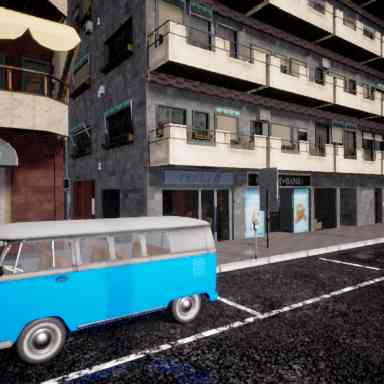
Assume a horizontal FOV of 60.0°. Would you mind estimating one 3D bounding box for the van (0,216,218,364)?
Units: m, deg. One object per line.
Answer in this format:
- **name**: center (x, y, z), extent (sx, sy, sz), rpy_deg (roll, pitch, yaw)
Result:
- **van**: center (-1.440, 1.341, 5.545), extent (3.998, 1.788, 1.690), rpy_deg (0, 0, -36)
